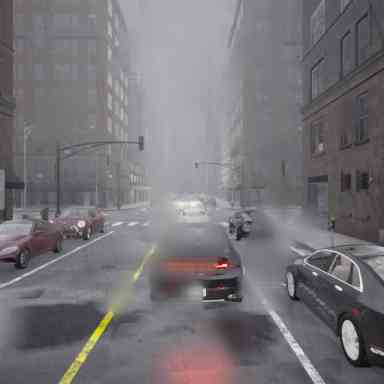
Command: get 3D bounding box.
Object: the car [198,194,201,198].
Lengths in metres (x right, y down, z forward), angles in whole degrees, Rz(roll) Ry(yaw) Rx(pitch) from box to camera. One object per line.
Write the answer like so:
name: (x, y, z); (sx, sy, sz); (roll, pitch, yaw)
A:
car: (2.936, 1.524, 75.287); (1.967, 1.590, 4.097); (0, 0, 0)

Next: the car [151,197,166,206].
car: (-5.629, 1.617, 53.665); (1.802, 1.307, 4.206); (0, 0, 0)

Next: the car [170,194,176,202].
car: (-5.578, 1.625, 80.537); (1.752, 1.417, 4.829); (0, 0, 0)

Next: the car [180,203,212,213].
car: (0.084, 1.526, 17.373); (1.812, 1.442, 4.674); (0, 0, -1)

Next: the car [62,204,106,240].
car: (-5.668, 1.441, 16.562); (1.967, 1.590, 4.097); (0, 0, 0)

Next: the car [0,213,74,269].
car: (-5.669, 1.582, 11.060); (1.802, 1.307, 4.206); (0, 0, 0)

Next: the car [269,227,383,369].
car: (2.856, 1.551, 5.558); (2.008, 1.369, 4.403); (0, 0, 0)

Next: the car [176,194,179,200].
car: (-5.558, 1.456, 91.525); (2.192, 1.841, 5.009); (0, 0, 0)

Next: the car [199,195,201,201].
car: (2.917, 1.606, 64.469); (2.008, 1.369, 4.403); (0, 0, 0)

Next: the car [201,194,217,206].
car: (2.895, 1.476, 53.651); (1.967, 1.590, 4.097); (0, 0, 0)

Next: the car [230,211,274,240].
car: (2.857, 1.566, 16.561); (1.947, 1.339, 4.313); (0, 0, 0)

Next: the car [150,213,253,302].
car: (0.099, 1.505, 8.226); (1.837, 1.490, 4.892); (0, 0, 0)

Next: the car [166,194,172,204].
car: (-5.608, 1.606, 64.482); (2.008, 1.369, 4.403); (0, 0, 0)
